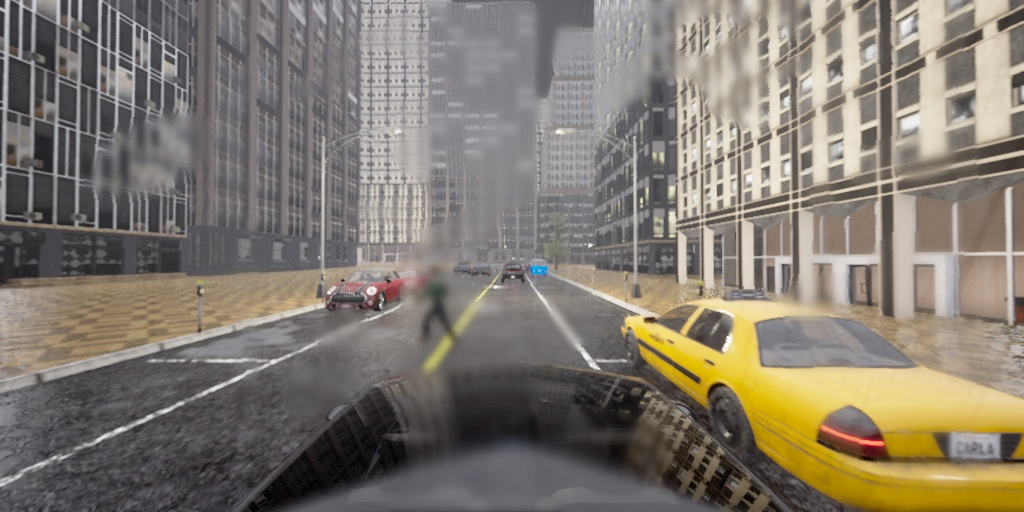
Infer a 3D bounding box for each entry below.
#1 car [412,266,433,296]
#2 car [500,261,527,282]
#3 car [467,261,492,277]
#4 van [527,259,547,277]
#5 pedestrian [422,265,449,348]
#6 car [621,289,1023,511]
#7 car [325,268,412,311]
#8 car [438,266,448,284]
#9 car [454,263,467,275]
[{"bbox_3d":[-5.691,1.396,20.001,1.802,1.307,4.207,0,0,0],"label":"car"},{"bbox_3d":[0.082,1.355,30.031,1.837,1.490,4.892,0,0,0],"label":"car"},{"bbox_3d":[-3.100,1.423,37.546,2.033,1.411,5.357,0,0,0],"label":"car"},{"bbox_3d":[2.689,1.214,36.924,1.690,1.789,3.998,0,0,0],"label":"van"},{"bbox_3d":[-1.673,1.066,7.887,0.375,1.860,0.375,1,-1,0],"label":"pedestrian"},{"bbox_3d":[2.999,1.217,4.885,1.801,1.575,5.366,0,0,0],"label":"car"},{"bbox_3d":[-5.691,1.234,14.359,1.967,1.591,4.097,0,0,0],"label":"car"},{"bbox_3d":[-5.692,1.400,25.644,1.948,1.339,4.313,0,0,0],"label":"car"},{"bbox_3d":[-5.693,1.458,42.572,1.948,1.339,4.313,0,0,0],"label":"car"}]
